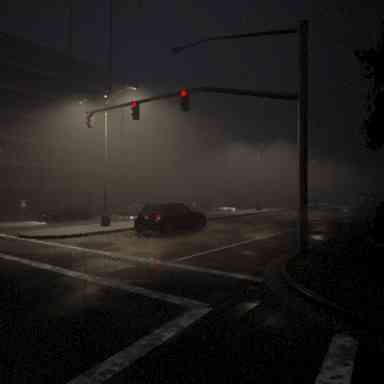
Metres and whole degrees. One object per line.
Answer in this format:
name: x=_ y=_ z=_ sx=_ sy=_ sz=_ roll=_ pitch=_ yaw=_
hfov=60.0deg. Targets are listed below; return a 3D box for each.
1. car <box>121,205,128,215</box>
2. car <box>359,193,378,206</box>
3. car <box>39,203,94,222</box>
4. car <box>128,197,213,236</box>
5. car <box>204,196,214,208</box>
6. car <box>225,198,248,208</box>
car: x=-4.951 y=1.524 z=33.472 sx=1.812 sy=1.442 sz=4.674 roll=0 pitch=0 yaw=36
car: x=28.735 y=1.221 z=54.037 sx=2.150 sy=2.045 sz=5.566 roll=0 pitch=0 yaw=36
car: x=-9.943 y=1.564 z=26.591 sx=1.994 sy=1.385 sz=4.181 roll=0 pitch=0 yaw=36
car: x=-1.092 y=1.352 z=18.876 sx=2.097 sy=1.767 sz=4.553 roll=0 pitch=0 yaw=36
car: x=0.780 y=1.352 z=41.368 sx=2.097 sy=1.767 sz=4.553 roll=0 pitch=0 yaw=36
car: x=6.619 y=1.564 z=49.397 sx=1.994 sy=1.385 sz=4.181 roll=0 pitch=0 yaw=36
